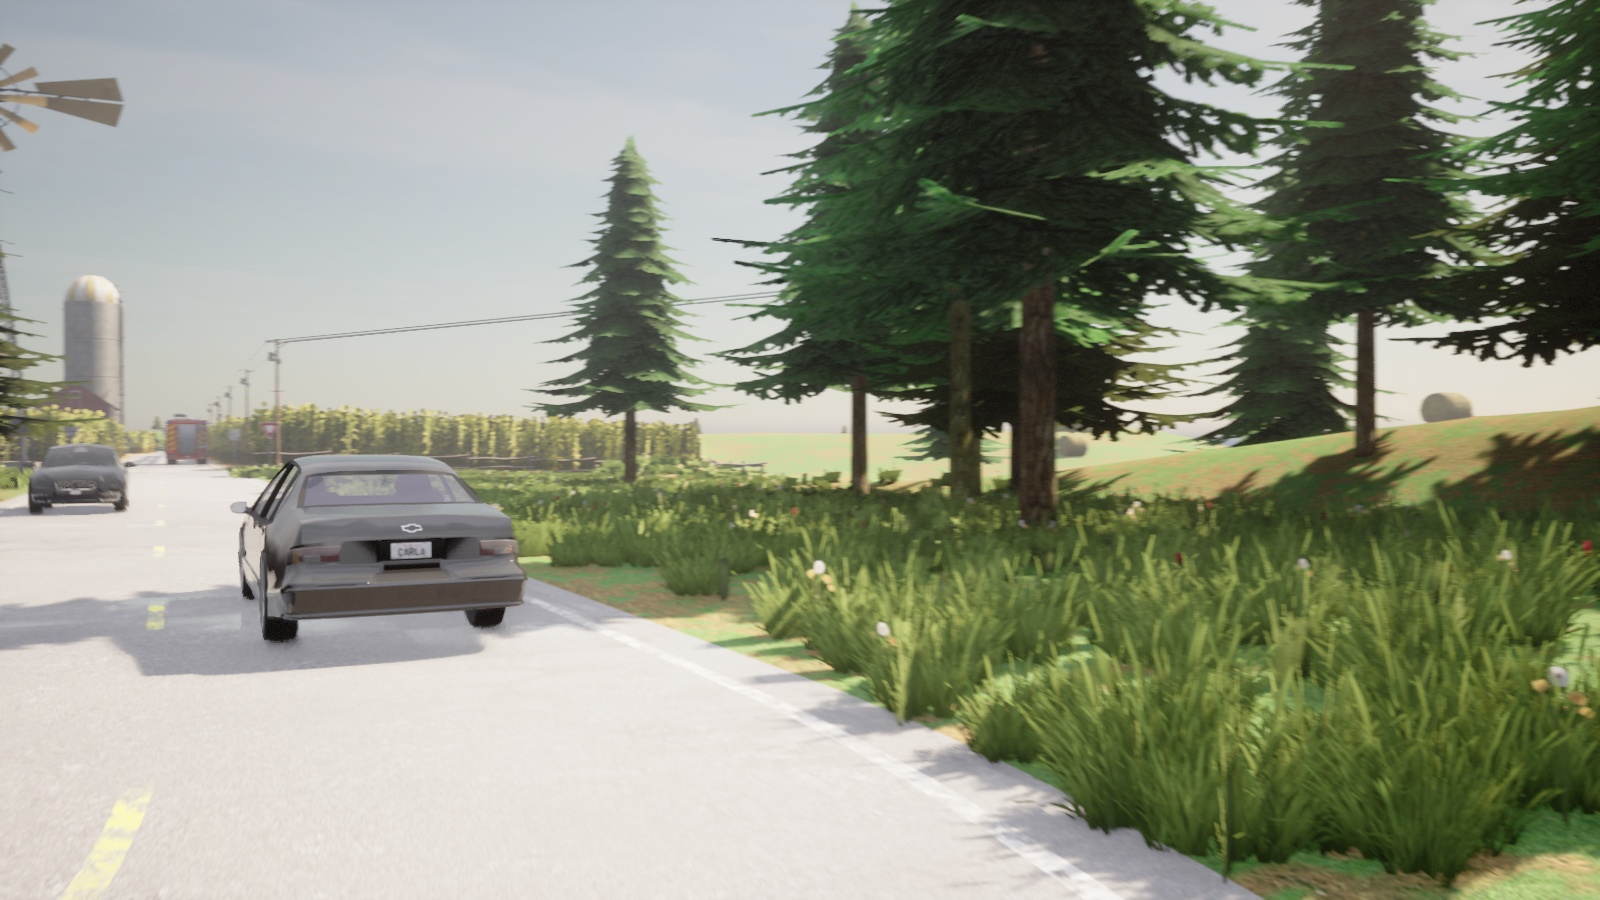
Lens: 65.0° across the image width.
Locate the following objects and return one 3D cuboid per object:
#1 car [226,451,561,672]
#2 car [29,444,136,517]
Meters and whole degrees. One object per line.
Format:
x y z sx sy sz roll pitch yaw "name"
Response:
-3.846 0.737 11.074 2.033 1.411 5.357 0 0 -26 "car"
-16.188 0.612 28.520 1.837 1.490 4.892 0 0 -27 "car"
